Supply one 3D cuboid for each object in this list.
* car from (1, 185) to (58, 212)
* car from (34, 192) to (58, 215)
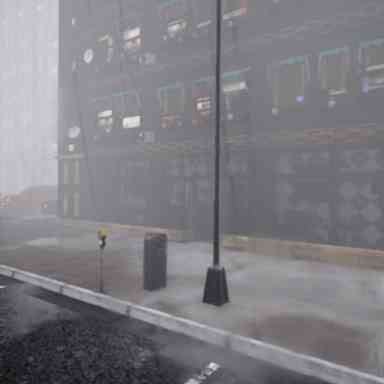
[{"bbox_3d":[-12.727,0.482,27.666,2.150,2.045,5.566,1,2,35],"label":"car"},{"bbox_3d":[-8.475,0.922,23.636,1.947,1.339,4.313,2,2,35],"label":"car"}]
